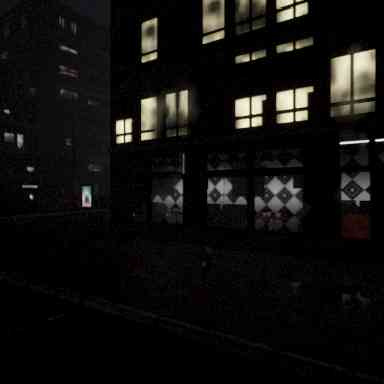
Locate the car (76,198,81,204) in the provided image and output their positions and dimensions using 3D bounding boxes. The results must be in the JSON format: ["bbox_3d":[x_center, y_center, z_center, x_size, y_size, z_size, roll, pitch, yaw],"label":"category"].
[{"bbox_3d":[-12.591,0.962,44.239,1.837,1.490,4.892,0,1,35],"label":"car"}]

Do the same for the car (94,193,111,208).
[{"bbox_3d":[-9.755,1.091,38.170,1.947,1.339,4.313,1,2,35],"label":"car"}]

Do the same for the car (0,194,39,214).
[{"bbox_3d":[-16.107,1.048,29.069,2.192,1.841,5.009,1,2,35],"label":"car"}]

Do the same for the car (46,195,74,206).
[{"bbox_3d":[-16.660,1.099,42.918,1.802,1.307,4.206,1,2,35],"label":"car"}]
